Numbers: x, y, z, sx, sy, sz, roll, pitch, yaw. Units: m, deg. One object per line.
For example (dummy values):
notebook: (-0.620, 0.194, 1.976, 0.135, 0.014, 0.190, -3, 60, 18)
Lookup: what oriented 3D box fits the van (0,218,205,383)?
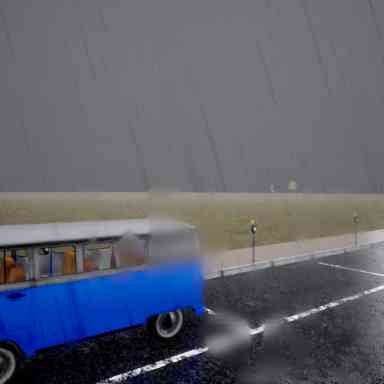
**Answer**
van: (-1.696, 1.341, 4.875, 3.998, 1.788, 1.690, 0, 1, -36)
